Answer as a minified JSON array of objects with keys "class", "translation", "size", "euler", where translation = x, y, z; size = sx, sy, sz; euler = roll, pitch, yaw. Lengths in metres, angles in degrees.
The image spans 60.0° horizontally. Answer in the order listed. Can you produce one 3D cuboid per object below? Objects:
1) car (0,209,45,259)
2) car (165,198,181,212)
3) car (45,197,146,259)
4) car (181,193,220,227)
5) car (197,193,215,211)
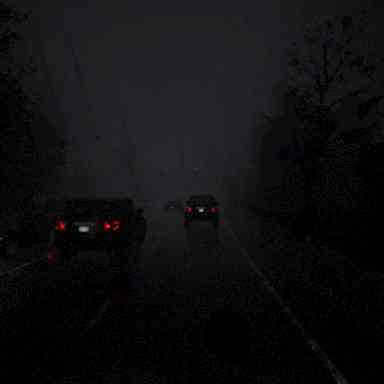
[{"class":"car","translation":[-6.878,1.461,12.719],"size":[1.882,1.535,5.008],"euler":[0,0,2]},{"class":"car","translation":[-1.951,1.454,37.906],"size":[2.128,1.511,4.902],"euler":[0,0,4]},{"class":"car","translation":[-3.184,1.207,12.703],"size":[2.150,2.045,5.566],"euler":[0,0,2]},{"class":"car","translation":[0.690,1.201,22.674],"size":[2.150,2.045,5.566],"euler":[0,0,3]},{"class":"car","translation":[1.793,1.182,41.443],"size":[2.150,2.045,5.566],"euler":[0,0,4]}]
